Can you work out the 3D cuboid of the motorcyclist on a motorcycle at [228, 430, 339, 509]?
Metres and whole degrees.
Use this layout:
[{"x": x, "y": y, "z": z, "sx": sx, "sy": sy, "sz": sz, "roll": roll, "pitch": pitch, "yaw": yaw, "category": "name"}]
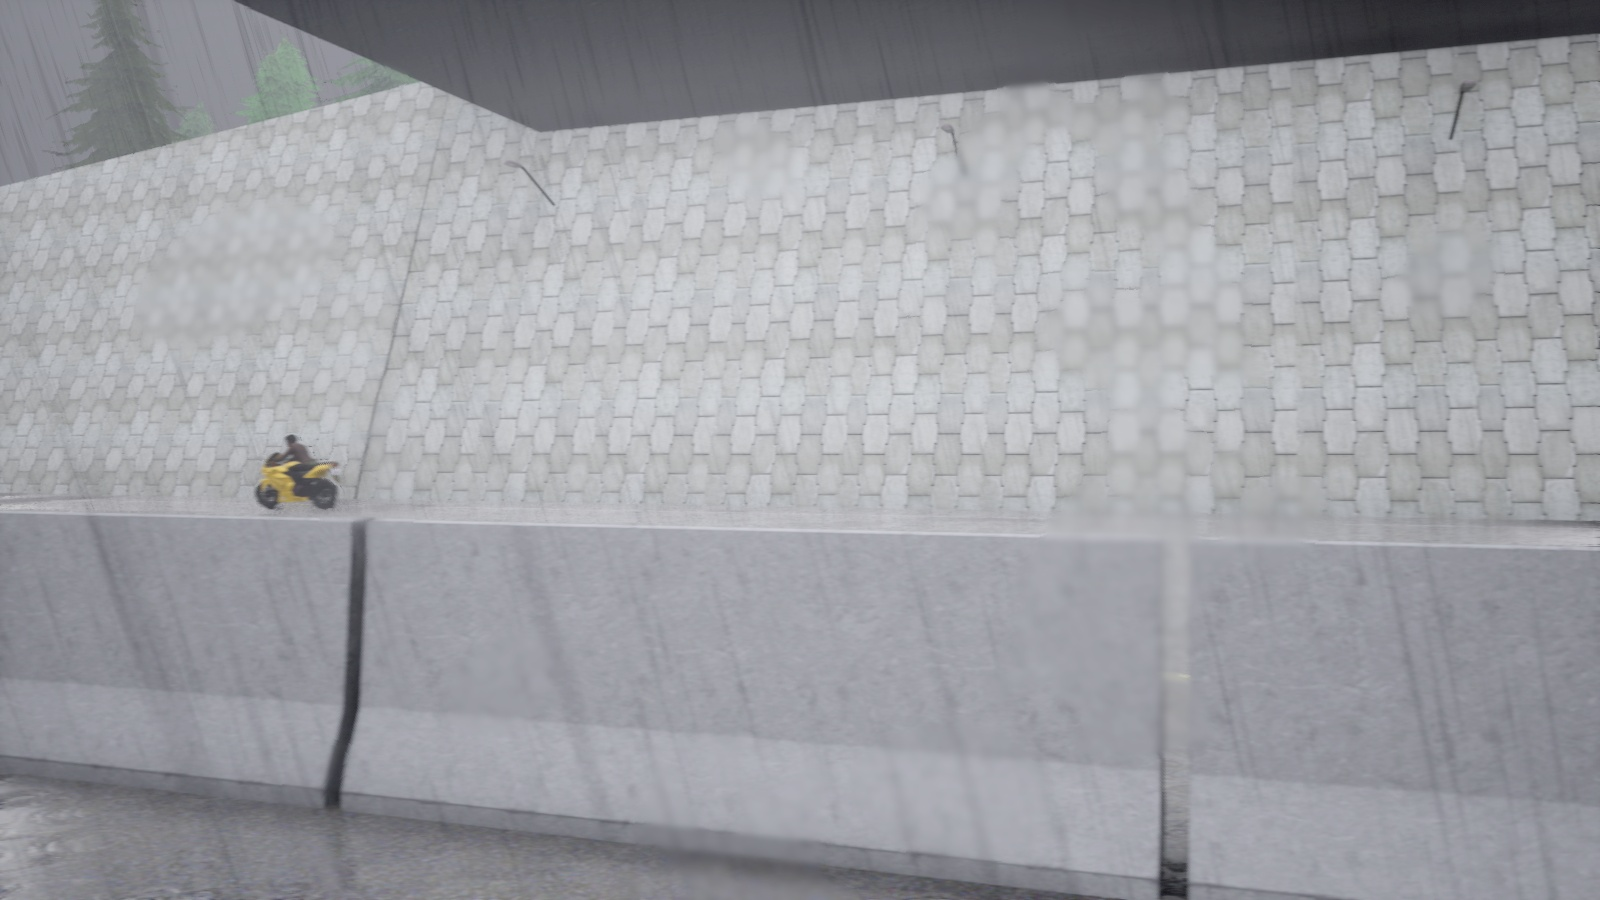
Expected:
[{"x": -10.338, "y": 0.367, "z": 25.138, "sx": 2.044, "sy": 1.523, "sz": 0.797, "roll": 1, "pitch": 1, "yaw": 19, "category": "motorcyclist on a motorcycle"}]
